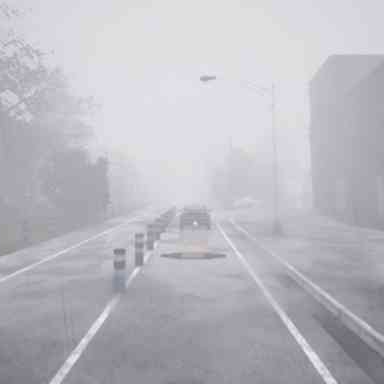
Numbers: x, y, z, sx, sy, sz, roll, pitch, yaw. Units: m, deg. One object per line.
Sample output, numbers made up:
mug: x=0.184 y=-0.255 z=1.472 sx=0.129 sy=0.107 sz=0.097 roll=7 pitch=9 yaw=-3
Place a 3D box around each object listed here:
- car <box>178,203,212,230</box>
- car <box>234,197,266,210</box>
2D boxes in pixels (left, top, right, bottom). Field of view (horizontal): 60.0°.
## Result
car: x=0.196 y=1.486 z=21.054 sx=1.837 sy=1.490 sz=4.892 roll=0 pitch=0 yaw=0
car: x=6.584 y=1.277 z=37.645 sx=1.812 sy=1.442 sz=4.674 roll=-7 pitch=-5 yaw=41
